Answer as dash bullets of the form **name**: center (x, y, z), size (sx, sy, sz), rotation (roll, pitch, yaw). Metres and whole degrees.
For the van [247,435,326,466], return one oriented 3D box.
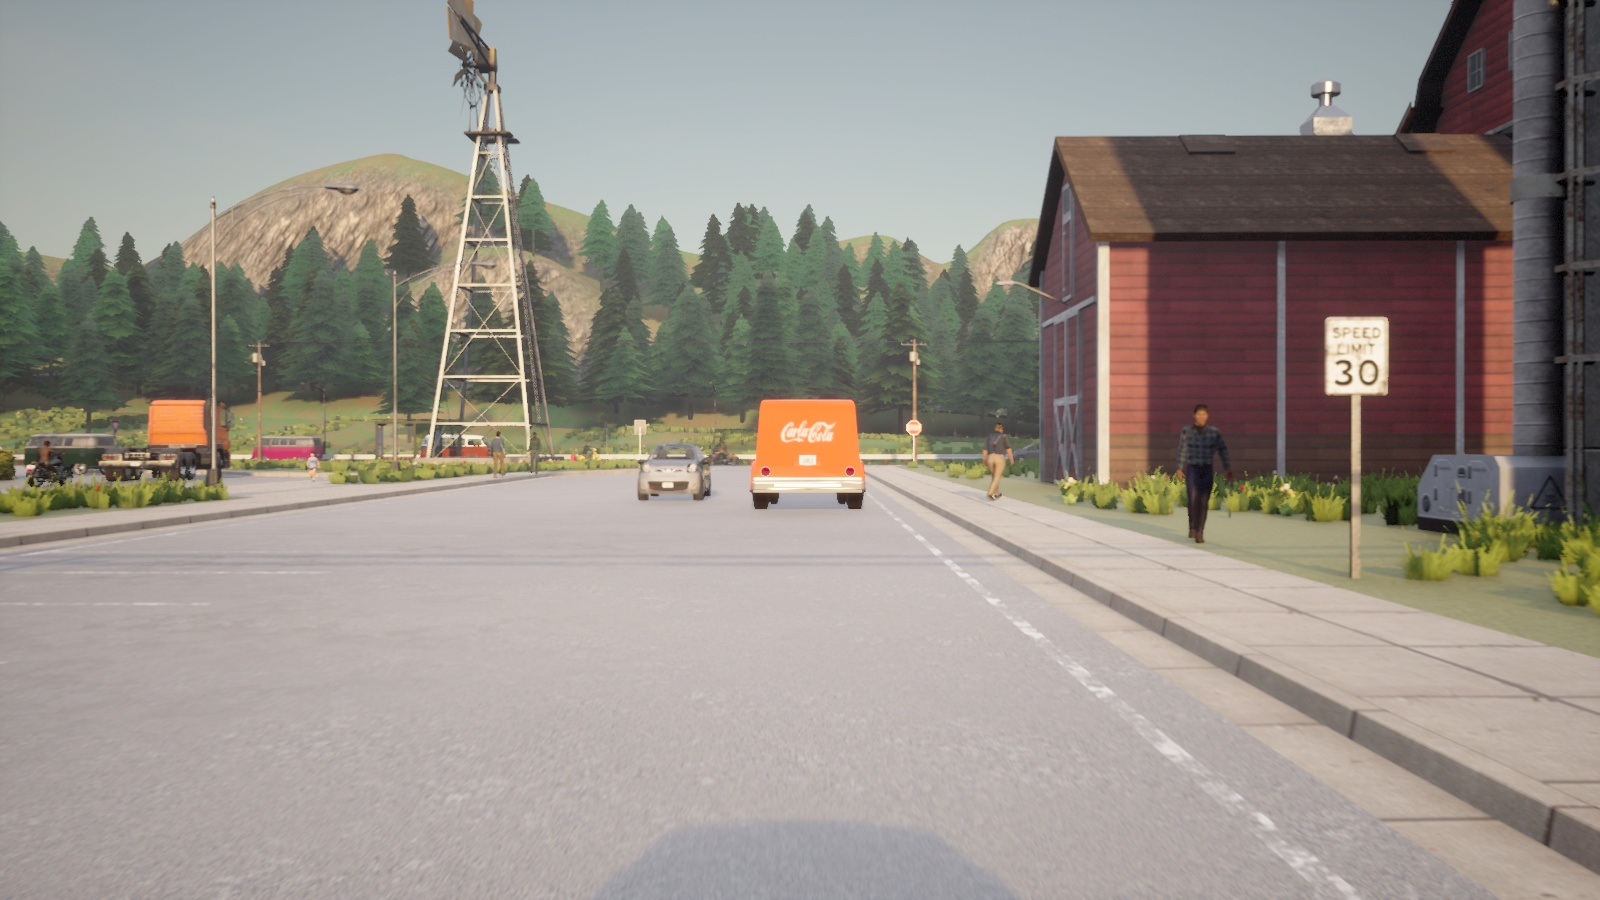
- **van**: center (-33.593, 0.009, 82.243), size (4.442, 1.987, 1.775), rotation (0, 0, 1)

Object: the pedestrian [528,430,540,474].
- **pedestrian**: center (-11.241, 0.094, 53.021), size (0.353, 1.847, 0.614), rotation (0, 0, 0)

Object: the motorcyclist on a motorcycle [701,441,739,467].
- **motorcyclist on a motorcycle**: center (-5.176, 0.236, 81.030), size (2.350, 1.649, 0.766), rotation (0, 2, 23)

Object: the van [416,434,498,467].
- **van**: center (-21.399, 0.011, 78.455), size (4.480, 2.038, 2.069), rotation (0, 0, 1)

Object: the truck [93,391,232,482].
- **truck**: center (-26.125, -0.549, 51.910), size (2.891, 3.462, 7.936), rotation (0, 0, -10)

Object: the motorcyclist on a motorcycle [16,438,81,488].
- **motorcyclist on a motorcycle**: center (-25.622, 0.435, 42.869), size (0.766, 1.649, 2.350), rotation (0, 0, 1)

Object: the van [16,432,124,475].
- **van**: center (-34.530, 0.137, 59.391), size (4.442, 1.987, 1.775), rotation (0, 0, 15)

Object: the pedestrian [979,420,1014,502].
- **pedestrian**: center (4.469, 0.245, 28.529), size (0.540, 1.848, 0.694), rotation (0, 0, 35)

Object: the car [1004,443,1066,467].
- **car**: center (15.159, 0.315, 81.098), size (3.633, 1.501, 1.845), rotation (0, 0, 1)

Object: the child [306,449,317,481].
- **child**: center (-16.884, 0.517, 43.438), size (0.255, 1.110, 0.394), rotation (0, 0, -5)

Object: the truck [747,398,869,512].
- **truck**: center (0.188, 0.093, 29.654), size (2.627, 2.467, 5.204), rotation (0, 0, 0)

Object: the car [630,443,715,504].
- **car**: center (-3.293, 0.572, 33.023), size (1.845, 1.501, 3.633), rotation (0, 0, 0)

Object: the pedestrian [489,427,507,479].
- **pedestrian**: center (-11.444, 0.124, 47.616), size (0.423, 1.949, 0.788), rotation (0, 0, 9)

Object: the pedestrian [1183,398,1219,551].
- **pedestrian**: center (5.232, 0.312, 16.390), size (0.423, 1.949, 0.788), rotation (0, 0, 16)
